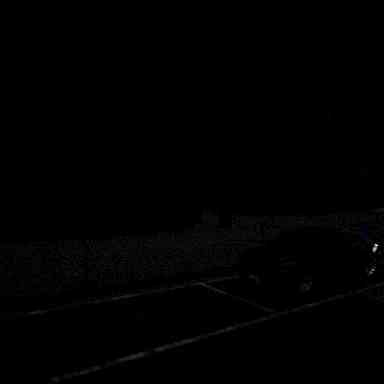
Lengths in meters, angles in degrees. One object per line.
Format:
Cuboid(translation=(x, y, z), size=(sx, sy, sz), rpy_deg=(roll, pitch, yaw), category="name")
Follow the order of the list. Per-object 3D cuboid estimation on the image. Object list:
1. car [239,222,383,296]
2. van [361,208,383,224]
Cuboid(translation=(3.214, 1.620, 8.807), size=(4.313, 1.339, 1.947), rpy_deg=(1, 0, -34), category="car")
Cuboid(translation=(7.698, 1.454, 11.886), size=(3.998, 1.788, 1.690), rpy_deg=(1, 0, -34), category="van")
